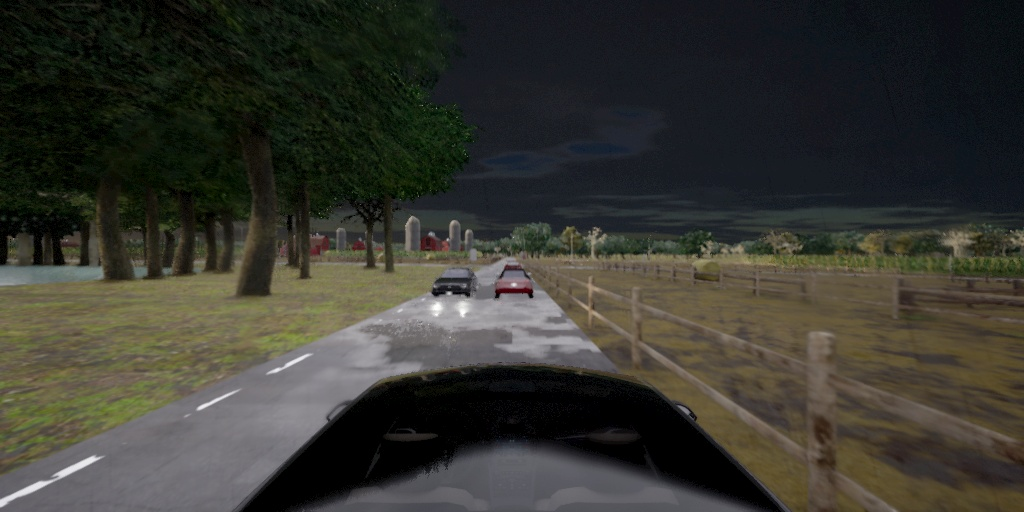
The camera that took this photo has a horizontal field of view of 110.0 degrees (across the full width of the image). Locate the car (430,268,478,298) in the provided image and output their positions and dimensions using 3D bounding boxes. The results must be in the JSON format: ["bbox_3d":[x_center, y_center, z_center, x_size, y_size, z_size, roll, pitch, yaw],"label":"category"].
[{"bbox_3d":[-2.848,1.327,18.916,2.033,1.411,5.357,0,0,0],"label":"car"}]

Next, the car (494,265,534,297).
[{"bbox_3d":[0.101,1.344,19.195,1.994,1.385,4.181,0,0,0],"label":"car"}]

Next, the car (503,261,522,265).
[{"bbox_3d":[0.104,1.274,38.950,1.882,1.535,5.008,0,0,0],"label":"car"}]
